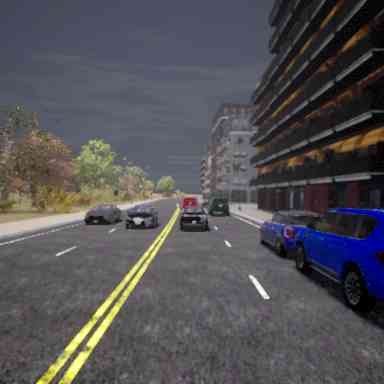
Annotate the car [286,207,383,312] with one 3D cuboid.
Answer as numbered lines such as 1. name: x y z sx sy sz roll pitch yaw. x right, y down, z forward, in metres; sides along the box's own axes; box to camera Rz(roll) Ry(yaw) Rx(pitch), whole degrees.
1. car: 4.275 1.380 8.188 2.150 2.045 5.566 1 -1 0

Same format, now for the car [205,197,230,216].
1. car: 3.099 1.642 39.068 2.150 2.045 5.566 1 0 -1

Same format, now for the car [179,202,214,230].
1. car: 0.122 1.702 23.069 2.128 1.511 4.902 1 -1 0

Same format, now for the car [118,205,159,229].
1. car: -3.321 1.634 22.810 2.128 1.511 4.902 1 -1 0

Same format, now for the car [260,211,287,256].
1. car: 4.293 1.561 14.159 2.097 1.767 4.553 1 -1 0

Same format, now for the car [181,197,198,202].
1. car: -0.324 1.656 47.570 2.150 2.045 5.566 1 0 -2

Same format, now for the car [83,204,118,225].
1. car: -6.591 1.650 25.358 2.033 1.411 5.357 1 -1 -1

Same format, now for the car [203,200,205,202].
1. car: 2.569 2.061 55.849 2.128 1.511 4.902 1 -1 -2
